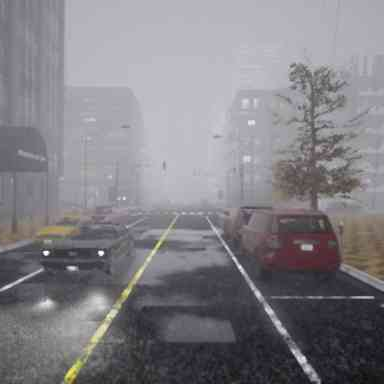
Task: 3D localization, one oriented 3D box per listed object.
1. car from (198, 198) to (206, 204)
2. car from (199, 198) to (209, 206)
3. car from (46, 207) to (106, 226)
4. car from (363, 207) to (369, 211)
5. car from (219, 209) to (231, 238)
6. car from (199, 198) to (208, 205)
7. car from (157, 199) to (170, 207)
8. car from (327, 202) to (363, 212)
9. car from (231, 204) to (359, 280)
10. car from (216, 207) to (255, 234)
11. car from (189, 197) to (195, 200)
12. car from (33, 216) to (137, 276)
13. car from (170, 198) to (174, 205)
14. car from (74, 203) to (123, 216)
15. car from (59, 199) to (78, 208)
[{"bbox_3d":[2.630,2.343,86.903,1.802,1.307,4.206,1,-1,0],"label":"car"},{"bbox_3d":[2.644,2.159,70.333,1.887,1.381,4.507,1,-1,0],"label":"car"},{"bbox_3d":[-5.693,1.661,15.564,1.752,1.417,4.829,1,0,0],"label":"car"},{"bbox_3d":[26.216,2.473,54.390,4.829,1.417,1.752,1,-2,0],"label":"car"},{"bbox_3d":[2.689,1.453,15.741,2.192,1.841,5.009,1,0,0],"label":"car"},{"bbox_3d":[2.640,2.103,75.857,1.967,1.590,4.097,1,-1,0],"label":"car"},{"bbox_3d":[-5.732,2.089,64.648,1.752,1.417,4.829,1,-1,0],"label":"car"},{"bbox_3d":[20.812,2.151,46.036,4.097,1.590,1.967,1,-2,0],"label":"car"},{"bbox_3d":[2.693,1.405,10.181,2.192,1.841,5.009,1,0,0],"label":"car"},{"bbox_3d":[2.682,1.731,21.298,1.887,1.381,4.507,1,0,0],"label":"car"},{"bbox_3d":[-0.071,2.151,90.773,2.033,1.411,5.357,0,-1,0],"label":"car"},{"bbox_3d":[-3.108,1.696,10.868,1.895,1.301,4.718,0,0,0],"label":"car"},{"bbox_3d":[-5.742,2.208,75.864,1.887,1.381,4.507,1,-1,0],"label":"car"},{"bbox_3d":[-5.697,1.626,21.294,1.967,1.590,4.097,1,0,0],"label":"car"},{"bbox_3d":[-17.287,1.656,45.687,4.507,1.381,1.887,1,-2,0],"label":"car"}]
